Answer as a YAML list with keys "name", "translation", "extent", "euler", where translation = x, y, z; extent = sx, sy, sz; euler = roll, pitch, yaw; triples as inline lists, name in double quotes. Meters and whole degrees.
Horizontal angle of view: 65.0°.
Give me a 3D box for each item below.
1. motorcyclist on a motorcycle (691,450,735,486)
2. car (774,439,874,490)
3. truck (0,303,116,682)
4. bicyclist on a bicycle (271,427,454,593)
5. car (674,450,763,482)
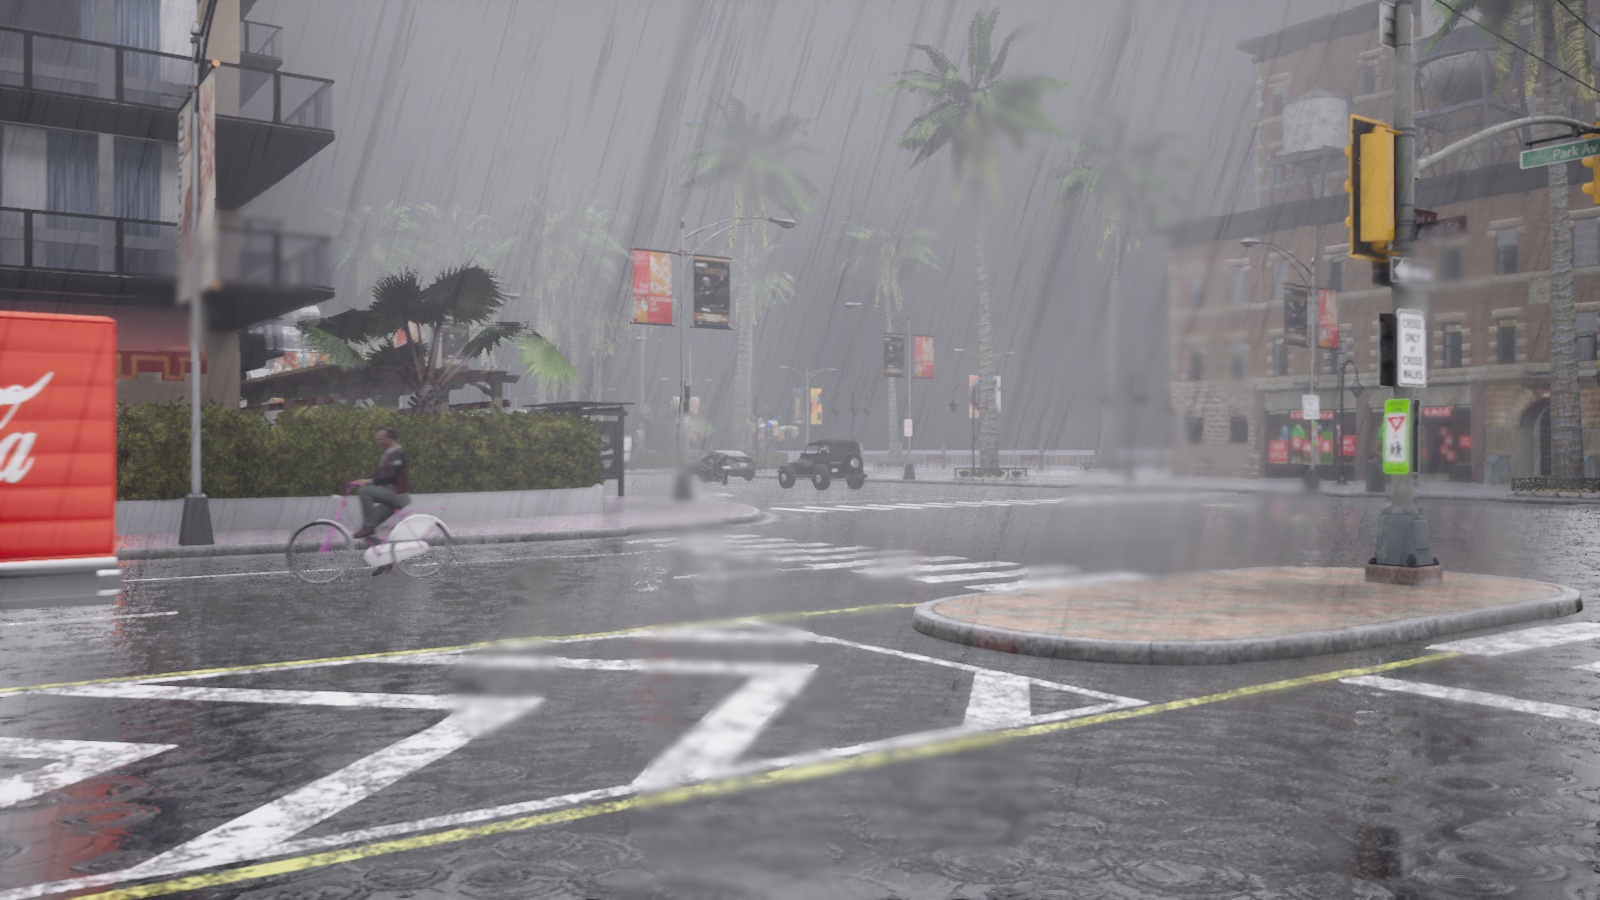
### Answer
- name: "motorcyclist on a motorcycle"
  translation: [-3.805, 0.798, 54.750]
  extent: [0.866, 1.530, 2.191]
  euler: [0, 0, -35]
- name: "car"
  translation: [0.858, 0.533, 47.857]
  extent: [1.905, 1.878, 3.866]
  euler: [0, 0, -34]
- name: "truck"
  translation: [-7.561, 0.299, 8.144]
  extent: [5.204, 2.467, 2.627]
  euler: [-1, 0, -35]
- name: "bicyclist on a bicycle"
  translation: [-4.941, 0.644, 14.232]
  extent: [1.843, 1.776, 0.659]
  euler: [0, 0, -35]
- name: "car"
  translation: [-4.030, 0.764, 61.211]
  extent: [2.163, 1.488, 4.792]
  euler: [0, 0, -34]
